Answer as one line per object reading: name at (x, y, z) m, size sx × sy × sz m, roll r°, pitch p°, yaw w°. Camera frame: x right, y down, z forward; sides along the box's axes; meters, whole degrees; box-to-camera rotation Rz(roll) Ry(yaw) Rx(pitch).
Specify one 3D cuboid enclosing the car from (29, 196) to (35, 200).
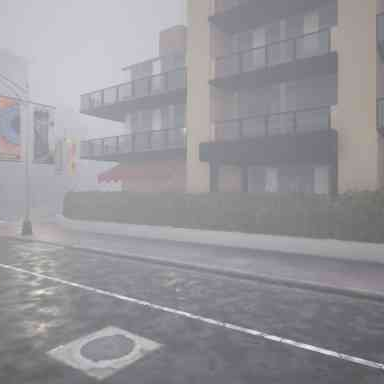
car at (-36.054, 1.481, 72.144) m, size 4.892 × 1.521 × 2.231 m, roll 0°, pitch 0°, yaw 36°
